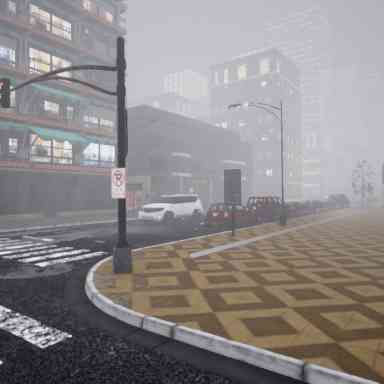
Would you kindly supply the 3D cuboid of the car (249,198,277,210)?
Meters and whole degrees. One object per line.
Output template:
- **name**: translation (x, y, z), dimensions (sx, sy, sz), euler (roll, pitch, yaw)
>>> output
- **car**: translation (9.287, 1.489, 43.290), dimensions (1.752, 1.417, 4.829), euler (-1, 0, 36)

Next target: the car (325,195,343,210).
- **car**: translation (15.737, 1.415, 38.760), dimensions (2.008, 1.369, 4.403), euler (-1, 0, 36)

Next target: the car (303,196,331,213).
- **car**: translation (12.425, 1.421, 34.254), dimensions (1.887, 1.381, 4.507), euler (-1, 0, 36)

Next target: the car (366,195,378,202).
- **car**: translation (35.611, 1.334, 65.801), dimensions (1.887, 1.381, 4.507), euler (-1, 0, 36)

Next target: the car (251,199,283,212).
- **car**: translation (8.682, 1.507, 38.280), dimensions (1.994, 1.385, 4.181), euler (-1, -1, 36)

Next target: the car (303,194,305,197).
- **car**: translation (22.537, 1.439, 61.317), dimensions (1.752, 1.417, 4.829), euler (-1, 0, 36)

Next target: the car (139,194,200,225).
- **car**: translation (-1.413, 1.200, 24.581), dimensions (2.150, 2.045, 5.566), euler (-1, 0, 36)

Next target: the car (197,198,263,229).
- **car**: translation (2.486, 1.352, 20.734), dimensions (1.967, 1.590, 4.097), euler (-1, 0, 36)

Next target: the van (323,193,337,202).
- **van**: translation (29.260, 1.229, 70.468), dimensions (1.690, 1.788, 3.998), euler (-1, 0, 36)

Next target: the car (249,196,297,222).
- **car**: translation (5.797, 1.216, 25.242), dimensions (2.192, 1.841, 5.009), euler (-1, 0, 36)

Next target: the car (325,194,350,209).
- **car**: translation (19.047, 1.167, 43.268), dimensions (2.192, 1.841, 5.009), euler (-1, 0, 36)

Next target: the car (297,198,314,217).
- **car**: translation (9.113, 1.471, 29.747), dimensions (1.802, 1.307, 4.206), euler (-1, 0, 36)
